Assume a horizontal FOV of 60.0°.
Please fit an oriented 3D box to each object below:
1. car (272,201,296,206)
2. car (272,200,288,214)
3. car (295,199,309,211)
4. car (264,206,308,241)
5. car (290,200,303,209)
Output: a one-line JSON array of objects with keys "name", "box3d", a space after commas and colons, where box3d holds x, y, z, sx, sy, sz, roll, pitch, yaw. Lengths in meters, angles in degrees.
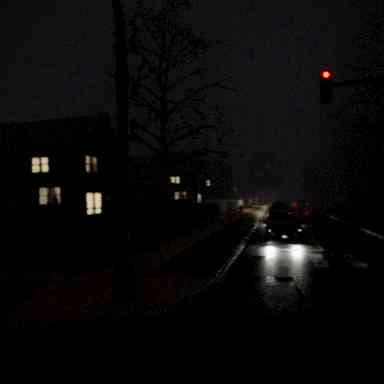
[{"name": "car", "box3d": [8.018, 1.790, 29.916, 1.882, 1.535, 5.008, -1, -1, 15]}, {"name": "car", "box3d": [11.405, 1.912, 42.980, 1.882, 1.535, 5.008, -1, -1, 15]}, {"name": "car", "box3d": [15.612, 1.770, 47.983, 2.097, 1.767, 4.553, -1, -1, 14]}, {"name": "car", "box3d": [5.033, 1.752, 18.354, 2.033, 1.411, 5.357, -1, -1, 14]}, {"name": "car", "box3d": [18.130, 2.111, 57.724, 1.895, 1.301, 4.718, -1, -1, 14]}]
